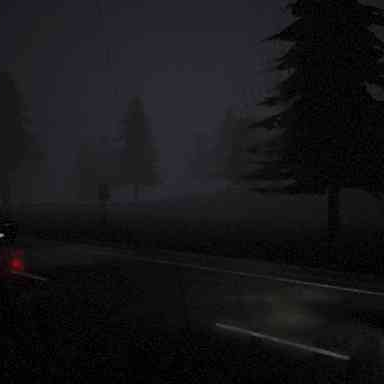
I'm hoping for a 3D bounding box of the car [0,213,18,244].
[{"bbox_3d":[-10.029,1.644,15.474,4.902,1.511,2.128,-1,0,36],"label":"car"}]
